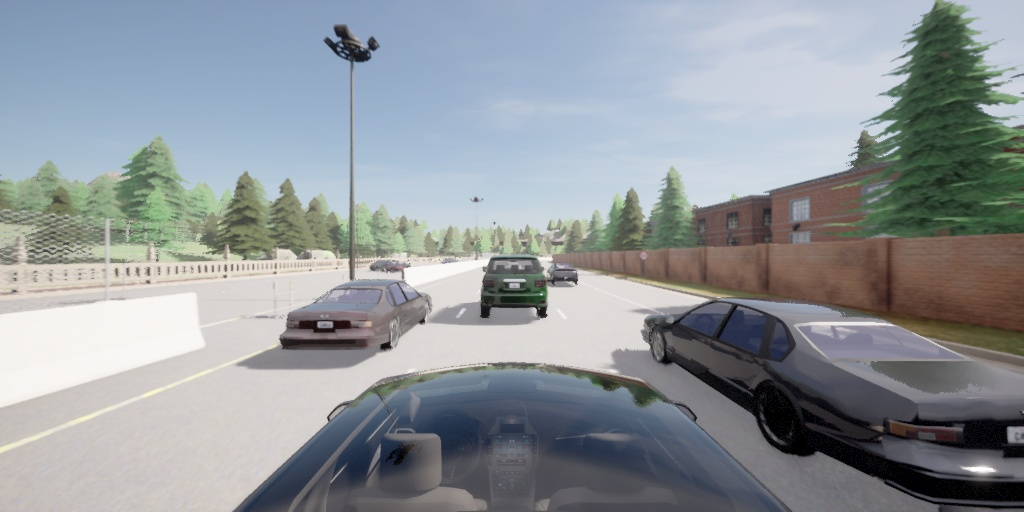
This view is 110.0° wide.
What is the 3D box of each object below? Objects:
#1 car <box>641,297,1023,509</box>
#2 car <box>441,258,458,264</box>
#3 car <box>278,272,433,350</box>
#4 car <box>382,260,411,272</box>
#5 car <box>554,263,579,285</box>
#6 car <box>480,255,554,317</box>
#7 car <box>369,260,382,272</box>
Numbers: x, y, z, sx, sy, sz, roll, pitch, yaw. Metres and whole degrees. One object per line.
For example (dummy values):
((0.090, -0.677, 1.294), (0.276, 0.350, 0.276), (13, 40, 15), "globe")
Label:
((3.598, 1.298, 5.017), (2.033, 1.411, 5.357), (0, 0, 0), "car")
((-9.865, 1.105, 56.725), (2.097, 1.767, 4.553), (0, 0, 2), "car")
((-3.418, 1.298, 9.033), (2.033, 1.411, 5.357), (0, 0, 0), "car")
((-13.732, 1.317, 43.623), (1.994, 1.385, 4.181), (0, 0, 2), "car")
((3.581, 1.243, 25.942), (2.128, 1.511, 4.902), (0, 0, 1), "car")
((0.048, 0.972, 13.287), (2.150, 2.045, 5.566), (0, 0, 0), "car")
((-17.137, 1.260, 47.330), (1.837, 1.490, 4.892), (0, -1, 2), "car")
